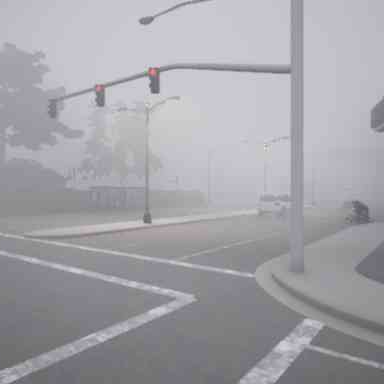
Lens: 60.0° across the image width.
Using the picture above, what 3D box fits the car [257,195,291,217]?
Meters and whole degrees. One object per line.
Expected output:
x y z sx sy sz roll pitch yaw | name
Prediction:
8.184 1.253 31.602 2.150 2.045 5.566 0 0 36 | car

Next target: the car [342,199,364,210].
20.950 1.581 43.153 2.033 1.411 5.357 0 0 37 | car

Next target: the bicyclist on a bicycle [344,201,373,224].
11.704 1.404 23.141 0.582 1.620 1.656 0 -9 -36 | bicyclist on a bicycle

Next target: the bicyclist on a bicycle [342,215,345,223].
11.665 1.471 23.876 1.656 1.620 0.582 0 0 18 | bicyclist on a bicycle
